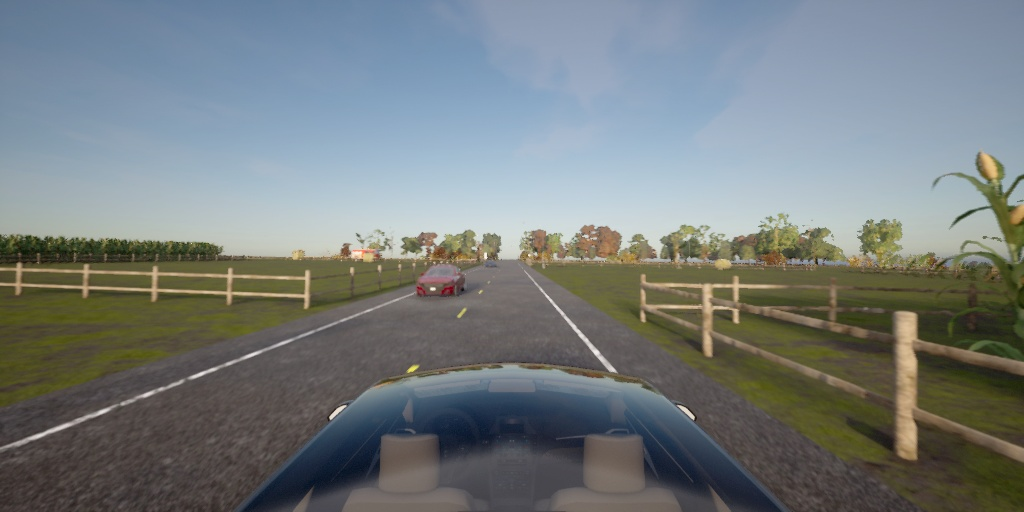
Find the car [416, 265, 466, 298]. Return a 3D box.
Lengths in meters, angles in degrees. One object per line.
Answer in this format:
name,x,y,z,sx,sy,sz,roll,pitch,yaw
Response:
car,-3.601,1.234,18.855,1.882,1.535,5.008,0,0,0

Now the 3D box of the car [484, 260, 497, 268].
car,-3.554,1.340,60.193,1.994,1.385,4.181,0,0,1
